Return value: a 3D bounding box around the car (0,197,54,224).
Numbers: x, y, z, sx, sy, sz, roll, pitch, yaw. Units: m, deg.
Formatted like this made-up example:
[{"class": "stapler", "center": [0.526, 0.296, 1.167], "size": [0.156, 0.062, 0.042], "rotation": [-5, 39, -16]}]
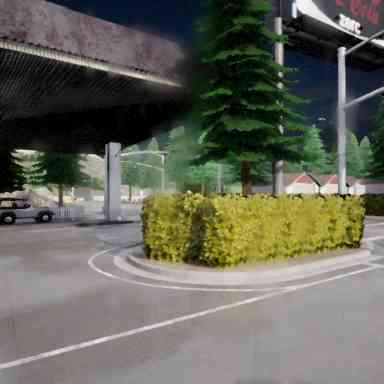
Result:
[{"class": "car", "center": [-11.935, 1.313, 23.504], "size": [3.866, 1.878, 1.905], "rotation": [0, 0, -36]}]
